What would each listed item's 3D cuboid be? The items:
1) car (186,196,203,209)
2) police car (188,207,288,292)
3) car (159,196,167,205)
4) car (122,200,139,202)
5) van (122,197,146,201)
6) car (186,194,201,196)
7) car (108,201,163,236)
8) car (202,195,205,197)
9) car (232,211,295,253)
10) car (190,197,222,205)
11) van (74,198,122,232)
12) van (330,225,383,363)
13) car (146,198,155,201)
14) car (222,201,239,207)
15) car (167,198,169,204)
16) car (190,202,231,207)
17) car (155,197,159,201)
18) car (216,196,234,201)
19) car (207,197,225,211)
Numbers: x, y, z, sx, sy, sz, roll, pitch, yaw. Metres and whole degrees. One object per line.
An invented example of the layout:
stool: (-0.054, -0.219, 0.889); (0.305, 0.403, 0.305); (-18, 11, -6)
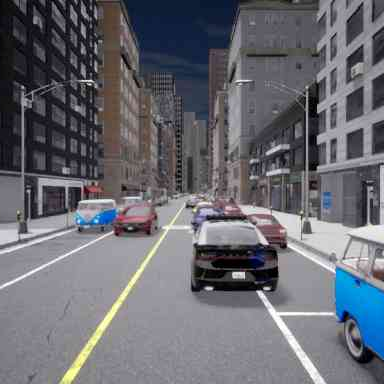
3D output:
car: (0.132, 1.569, 45.938); (1.994, 1.385, 4.181); (0, 0, 0)
police car: (0.922, 1.425, 9.097); (1.930, 1.638, 5.238); (0, 0, 0)
car: (-5.539, 1.573, 52.838); (1.947, 1.339, 4.313); (0, 0, 0)
car: (-5.608, 1.551, 25.331); (2.008, 1.369, 4.403); (0, 0, 0)
van: (-5.594, 1.342, 30.832); (1.690, 1.788, 3.998); (0, 0, 0)
car: (0.147, 1.536, 59.331); (1.812, 1.442, 4.674); (0, 0, 0)
car: (-2.955, 1.477, 18.448); (1.882, 1.535, 5.008); (0, 0, 0)
car: (2.986, 1.558, 52.817); (2.008, 1.369, 4.403); (0, 0, 0)
car: (2.891, 1.582, 14.307); (1.802, 1.307, 4.206); (0, 0, 0)
car: (0.961, 1.456, 25.178); (1.801, 1.575, 5.366); (0, 0, 0)
van: (-5.622, 1.341, 19.831); (1.690, 1.788, 3.998); (0, 0, 0)
van: (2.863, 1.341, 3.304); (1.690, 1.788, 3.998); (0, 0, 0)
car: (-5.580, 1.568, 36.334); (1.947, 1.339, 4.313); (0, 0, 0)
car: (2.918, 1.582, 25.309); (1.802, 1.307, 4.206); (0, 0, 0)
car: (-5.526, 1.592, 58.339); (1.802, 1.307, 4.206); (0, 0, 0)
car: (0.946, 1.526, 18.987); (1.812, 1.442, 4.674); (0, 0, 0)
car: (-5.566, 1.585, 41.835); (1.802, 1.307, 4.206); (0, 0, 0)
car: (2.931, 1.316, 30.811); (2.192, 1.841, 5.009); (0, 0, 0)
car: (2.959, 1.444, 41.814); (1.967, 1.590, 4.097); (0, 0, 0)
